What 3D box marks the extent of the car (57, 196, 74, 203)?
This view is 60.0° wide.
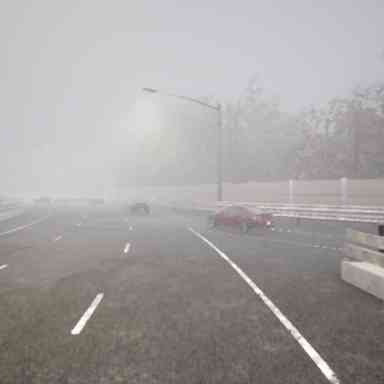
[{"bbox_3d":[-28.228,1.659,74.328,1.882,1.535,5.008,0,0,-42],"label":"car"}]

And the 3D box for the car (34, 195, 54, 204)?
[{"bbox_3d":[-28.887,1.401,64.119,2.097,1.767,4.553,0,0,-39],"label":"car"}]

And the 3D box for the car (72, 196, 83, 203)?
[{"bbox_3d":[-22.991,1.542,68.030,1.812,1.442,4.674,0,0,-39],"label":"car"}]

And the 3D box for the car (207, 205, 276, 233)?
[{"bbox_3d":[2.806,1.495,19.615,1.812,1.442,4.674,-1,0,-34],"label":"car"}]

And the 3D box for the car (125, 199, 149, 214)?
[{"bbox_3d":[-5.959,1.519,35.986,1.837,1.490,4.892,-1,0,-21],"label":"car"}]

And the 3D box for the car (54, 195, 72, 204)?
[{"bbox_3d":[-26.130,1.578,66.275,1.994,1.385,4.181,0,0,-39],"label":"car"}]

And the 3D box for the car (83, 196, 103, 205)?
[{"bbox_3d":[-17.489,1.580,59.910,1.882,1.535,5.008,0,0,-32],"label":"car"}]
